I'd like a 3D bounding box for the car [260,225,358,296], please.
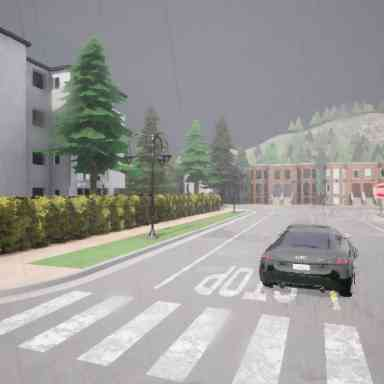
[{"bbox_3d":[3.187,1.561,8.812,1.994,1.385,4.181,-1,-1,26],"label":"car"}]
